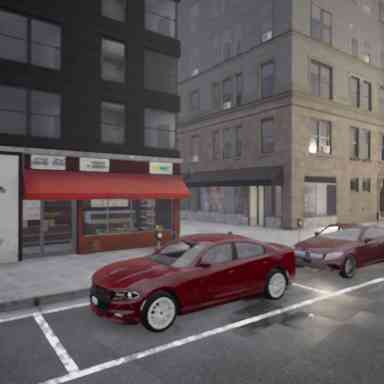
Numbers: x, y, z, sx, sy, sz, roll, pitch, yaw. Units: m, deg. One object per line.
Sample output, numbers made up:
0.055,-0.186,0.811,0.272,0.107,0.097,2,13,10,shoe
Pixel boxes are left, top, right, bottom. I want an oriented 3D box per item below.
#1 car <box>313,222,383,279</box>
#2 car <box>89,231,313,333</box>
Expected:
4.748,1.582,10.016,4.206,1.307,1.802,0,0,-35,car
0.224,1.547,6.799,4.507,1.381,1.887,0,0,-35,car
